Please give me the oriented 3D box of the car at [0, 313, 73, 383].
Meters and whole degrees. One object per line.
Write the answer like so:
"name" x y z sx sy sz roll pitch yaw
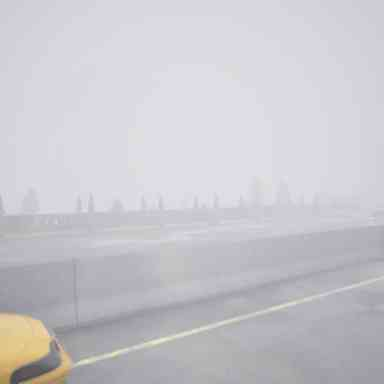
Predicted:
"car" -3.799 1.596 2.553 5.366 1.575 1.801 0 -2 -34

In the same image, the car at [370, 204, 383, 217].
"car" 21.861 2.072 37.956 1.812 1.442 4.674 -2 -2 43
